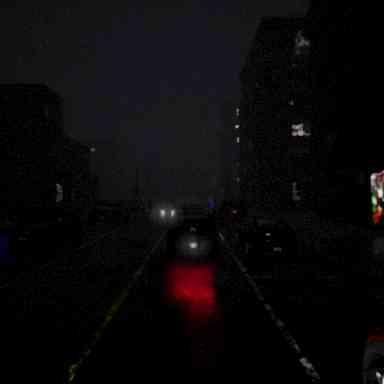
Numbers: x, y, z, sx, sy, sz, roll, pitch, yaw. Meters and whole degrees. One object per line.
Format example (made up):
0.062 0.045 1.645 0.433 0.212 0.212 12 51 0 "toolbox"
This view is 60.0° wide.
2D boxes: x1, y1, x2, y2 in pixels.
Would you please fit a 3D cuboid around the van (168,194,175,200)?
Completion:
-5.689 1.431 94.415 1.690 1.788 3.998 1 0 0 "van"

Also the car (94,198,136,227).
-5.676 1.340 23.461 2.192 1.841 5.009 1 0 0 "car"

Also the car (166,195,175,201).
-5.693 1.630 88.727 1.887 1.381 4.507 1 0 0 "car"

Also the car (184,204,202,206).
0.056 1.629 27.458 1.895 1.301 4.718 0 0 0 "car"

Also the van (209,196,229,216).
2.702 1.376 34.270 1.690 1.788 3.998 1 0 0 "van"

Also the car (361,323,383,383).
2.706 1.442 1.827 1.967 1.590 4.097 1 0 0 "car"

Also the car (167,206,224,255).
0.065 1.518 13.308 1.837 1.490 4.892 0 -1 0 "car"

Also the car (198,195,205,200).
2.688 1.530 94.477 1.967 1.590 4.097 1 0 0 "car"

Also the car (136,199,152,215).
-5.680 1.475 34.276 1.967 1.590 4.097 1 0 0 "car"

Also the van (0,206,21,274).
-5.673 1.350 7.240 1.690 1.788 3.998 1 0 0 "van"

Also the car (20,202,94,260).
-5.673 1.329 12.647 2.192 1.841 5.009 1 0 0 "car"

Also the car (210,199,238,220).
2.700 1.470 28.863 1.967 1.590 4.097 1 0 0 "car"

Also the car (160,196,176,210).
-3.082 1.608 43.547 1.994 1.385 4.181 0 0 0 "car"

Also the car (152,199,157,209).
-5.685 1.596 45.090 2.008 1.369 4.403 1 0 0 "car"

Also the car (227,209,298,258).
2.702 1.565 12.641 2.008 1.369 4.403 1 0 0 "car"

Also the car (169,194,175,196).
-5.768 1.625 83.046 1.887 1.381 4.507 1 0 0 "car"

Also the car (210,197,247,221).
2.704 1.339 23.456 2.192 1.841 5.009 1 0 0 "car"
